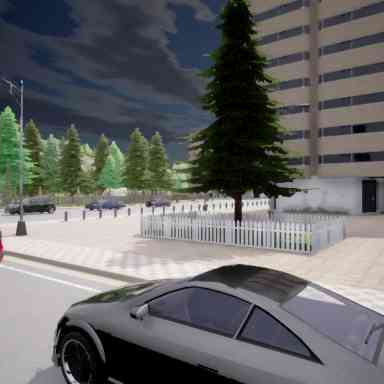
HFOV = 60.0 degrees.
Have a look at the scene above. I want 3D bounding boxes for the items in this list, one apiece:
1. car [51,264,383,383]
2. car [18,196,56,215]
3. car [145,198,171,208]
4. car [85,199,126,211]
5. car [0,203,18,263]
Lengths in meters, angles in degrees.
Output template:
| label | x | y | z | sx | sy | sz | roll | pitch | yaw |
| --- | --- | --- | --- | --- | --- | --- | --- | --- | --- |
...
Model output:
| label | x | y | z | sx | sy | sz | roll | pitch | yaw |
| --- | --- | --- | --- | --- | --- | --- | --- | --- | --- |
| car | 0.306 | 1.564 | 3.774 | 4.181 | 1.385 | 1.994 | 0 | 0 | 35 |
| car | -16.246 | 1.352 | 33.606 | 2.097 | 1.767 | 4.553 | 0 | 0 | 35 |
| car | -4.977 | 1.564 | 49.411 | 1.994 | 1.385 | 4.181 | 0 | 0 | 36 |
| car | -10.668 | 1.547 | 41.442 | 2.033 | 1.411 | 5.357 | 0 | 0 | 35 |
| car | -7.383 | 1.221 | 9.207 | 5.566 | 2.045 | 2.150 | 0 | 0 | 36 |
